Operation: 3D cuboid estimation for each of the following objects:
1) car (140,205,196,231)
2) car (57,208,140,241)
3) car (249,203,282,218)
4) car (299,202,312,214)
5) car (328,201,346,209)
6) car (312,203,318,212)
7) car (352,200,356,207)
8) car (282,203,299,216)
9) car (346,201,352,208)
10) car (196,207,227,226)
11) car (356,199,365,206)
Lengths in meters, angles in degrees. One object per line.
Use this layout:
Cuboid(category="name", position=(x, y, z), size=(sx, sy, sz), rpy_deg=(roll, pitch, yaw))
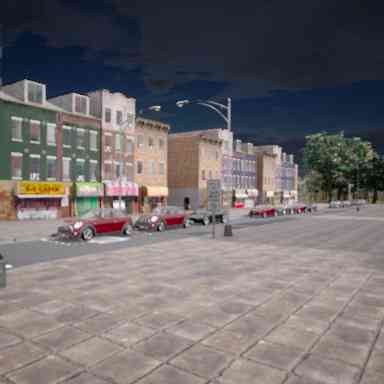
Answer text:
Cuboid(category="car", position=(-1.925, 1.684, 22.239), size=(1.967, 1.590, 4.097), rpy_deg=(0, -1, 36))
Cuboid(category="car", position=(-5.103, 1.622, 17.830), size=(1.967, 1.590, 4.097), rpy_deg=(0, -1, 36))
Cuboid(category="car", position=(7.607, 1.979, 35.463), size=(1.887, 1.381, 4.507), rpy_deg=(0, -1, 36))
Cuboid(category="car", position=(13.963, 2.110, 44.280), size=(1.887, 1.381, 4.507), rpy_deg=(0, -1, 36))
Cuboid(category="car", position=(26.674, 2.382, 61.914), size=(2.008, 1.369, 4.403), rpy_deg=(0, -1, 36))
Cuboid(category="car", position=(17.141, 2.197, 48.689), size=(1.947, 1.339, 4.313), rpy_deg=(0, -1, 36))
Cuboid(category="car", position=(33.029, 2.550, 70.731), size=(1.802, 1.307, 4.206), rpy_deg=(0, -1, 36))
Cuboid(category="car", position=(10.785, 2.050, 39.871), size=(2.008, 1.369, 4.403), rpy_deg=(0, -1, 36))
Cuboid(category="car", position=(29.851, 2.466, 66.322), size=(1.947, 1.339, 4.313), rpy_deg=(0, -1, 36))
Cuboid(category="car", position=(1.252, 1.872, 26.646), size=(1.947, 1.339, 4.313), rpy_deg=(0, -1, 36))
Cuboid(category="car", position=(39.384, 2.672, 79.548), size=(1.947, 1.339, 4.313), rpy_deg=(0, -1, 36))
